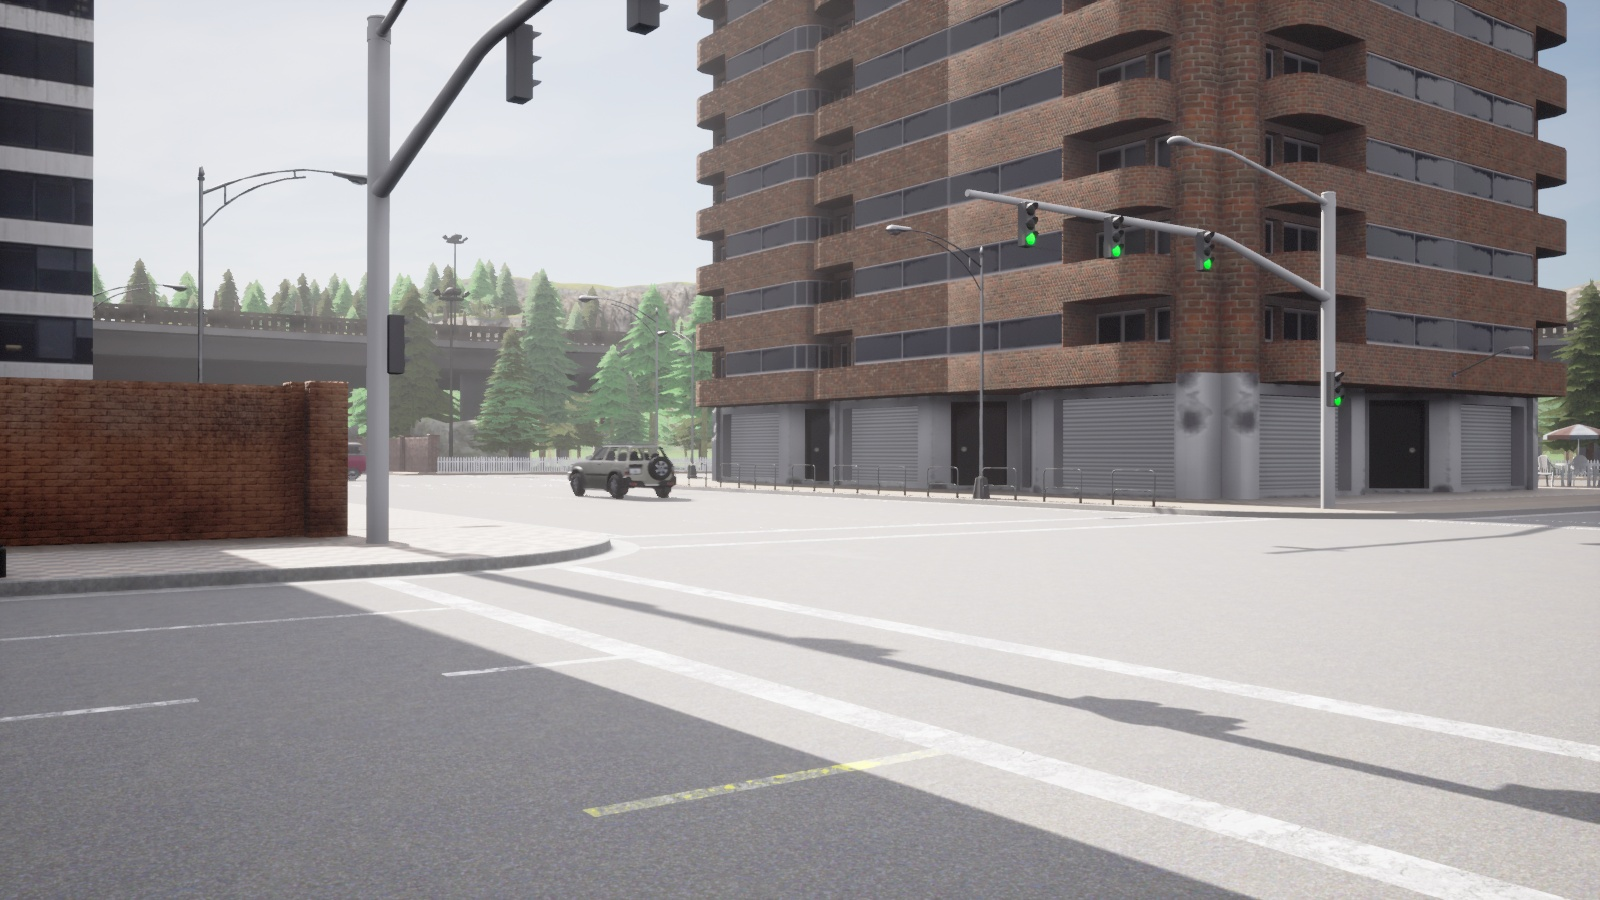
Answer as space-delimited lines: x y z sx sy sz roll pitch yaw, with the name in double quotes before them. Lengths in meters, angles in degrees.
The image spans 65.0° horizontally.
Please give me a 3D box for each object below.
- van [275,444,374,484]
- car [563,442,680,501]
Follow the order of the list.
"van" -24.286 0.681 64.165 4.442 1.987 1.775 0 0 -35
"car" -5.973 0.676 41.595 1.932 1.855 4.605 0 0 -35
